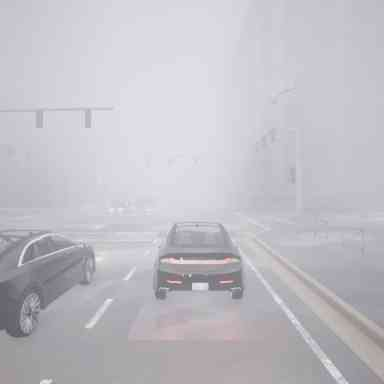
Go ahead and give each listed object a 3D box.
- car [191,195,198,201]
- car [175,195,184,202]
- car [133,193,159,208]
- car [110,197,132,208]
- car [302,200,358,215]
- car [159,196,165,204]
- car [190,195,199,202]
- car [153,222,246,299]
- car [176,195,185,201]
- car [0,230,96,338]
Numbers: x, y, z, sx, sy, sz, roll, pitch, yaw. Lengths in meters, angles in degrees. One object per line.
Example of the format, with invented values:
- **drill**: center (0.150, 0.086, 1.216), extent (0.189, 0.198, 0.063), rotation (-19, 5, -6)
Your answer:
- **car**: center (0.611, 1.461, 85.379), extent (1.882, 1.535, 5.008), rotation (0, 0, 0)
- **car**: center (-2.959, 1.497, 75.701), extent (1.837, 1.490, 4.892), rotation (0, 0, 0)
- **car**: center (-6.735, 1.221, 49.393), extent (2.150, 2.045, 5.566), rotation (0, 0, 2)
- **car**: center (-10.262, 1.564, 47.074), extent (1.994, 1.385, 4.181), rotation (0, 0, 0)
- **car**: center (13.447, 1.492, 32.892), extent (5.357, 1.411, 2.033), rotation (0, 0, 0)
- **car**: center (-6.648, 1.491, 59.606), extent (2.128, 1.511, 4.902), rotation (0, 0, 1)
- **car**: center (0.546, 1.593, 76.334), extent (1.895, 1.301, 4.718), rotation (0, 0, 0)
- **car**: center (0.136, 1.492, 8.426), extent (2.128, 1.511, 4.902), rotation (0, 0, 0)
- **car**: center (-2.889, 1.523, 85.404), extent (2.033, 1.411, 5.357), rotation (0, 0, 0)
- **car**: center (-3.398, 1.492, 6.607), extent (2.128, 1.511, 4.902), rotation (0, 0, 1)
